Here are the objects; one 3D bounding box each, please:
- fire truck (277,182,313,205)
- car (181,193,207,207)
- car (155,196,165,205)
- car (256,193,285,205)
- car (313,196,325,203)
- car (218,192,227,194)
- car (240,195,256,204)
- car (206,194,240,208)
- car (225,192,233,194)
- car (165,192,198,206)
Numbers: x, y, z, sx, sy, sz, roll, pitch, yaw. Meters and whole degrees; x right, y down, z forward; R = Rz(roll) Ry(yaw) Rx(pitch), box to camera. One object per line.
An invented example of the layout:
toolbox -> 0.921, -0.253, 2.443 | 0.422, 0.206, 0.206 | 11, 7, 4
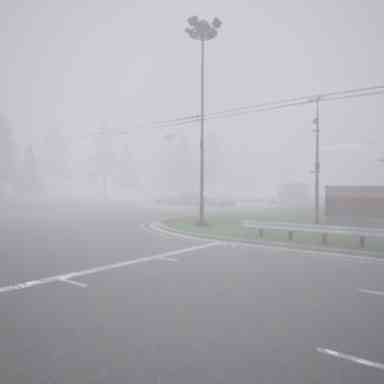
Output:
fire truck -> 17.469, 0.206, 56.923 | 2.891, 3.827, 8.468 | 1, 0, 36
car -> 1.196, 1.302, 46.544 | 2.128, 1.511, 4.902 | 1, 0, 36
car -> -3.673, 1.237, 51.740 | 1.882, 1.535, 5.008 | 1, 0, 36
car -> 13.654, 1.331, 57.573 | 2.128, 1.511, 4.902 | 0, 0, 37
car -> 23.854, 1.426, 63.597 | 5.357, 1.411, 2.033 | 0, 0, -38
car -> 6.208, 0.983, 65.209 | 2.150, 2.045, 5.566 | 0, 0, 37
car -> 10.827, 1.414, 59.728 | 1.895, 1.301, 4.718 | 1, 0, 37
car -> 4.269, 1.362, 44.826 | 1.812, 1.442, 4.674 | 1, 0, 36
car -> 8.635, 1.292, 62.690 | 1.837, 1.490, 4.892 | 0, 0, 37
car -> -0.967, 1.002, 49.515 | 2.150, 2.045, 5.566 | 1, 1, 36
